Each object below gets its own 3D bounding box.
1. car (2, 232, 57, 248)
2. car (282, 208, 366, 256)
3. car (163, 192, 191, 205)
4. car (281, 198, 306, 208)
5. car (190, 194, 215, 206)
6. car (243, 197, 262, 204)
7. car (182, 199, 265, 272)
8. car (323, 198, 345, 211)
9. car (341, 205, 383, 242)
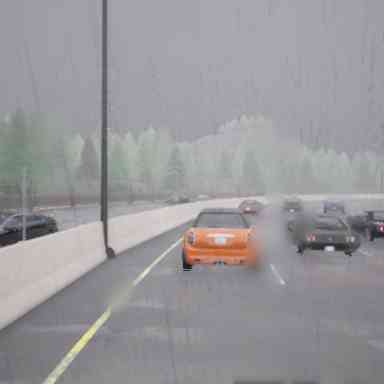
[{"bbox_3d":[-6.269,1.372,10.818,2.128,1.511,4.902,0,0,7],"label":"car"},{"bbox_3d":[4.743,1.511,12.836,1.895,1.301,4.718,0,0,9],"label":"car"},{"bbox_3d":[-2.146,0.934,48.294,2.097,1.767,4.553,0,1,27],"label":"car"},{"bbox_3d":[9.189,1.288,30.105,1.837,1.490,4.892,0,0,20],"label":"car"},{"bbox_3d":[1.613,1.126,48.009,1.812,1.442,4.674,0,1,28],"label":"car"},{"bbox_3d":[5.213,1.337,29.297,1.994,1.385,4.181,0,0,18],"label":"car"},{"bbox_3d":[0.972,1.264,10.746,2.097,1.767,4.553,0,0,6],"label":"car"},{"bbox_3d":[13.878,1.308,32.543,1.812,1.442,4.674,0,0,22],"label":"car"},{"bbox_3d":[8.754,1.505,15.569,1.895,1.301,4.718,0,0,11],"label":"car"}]
